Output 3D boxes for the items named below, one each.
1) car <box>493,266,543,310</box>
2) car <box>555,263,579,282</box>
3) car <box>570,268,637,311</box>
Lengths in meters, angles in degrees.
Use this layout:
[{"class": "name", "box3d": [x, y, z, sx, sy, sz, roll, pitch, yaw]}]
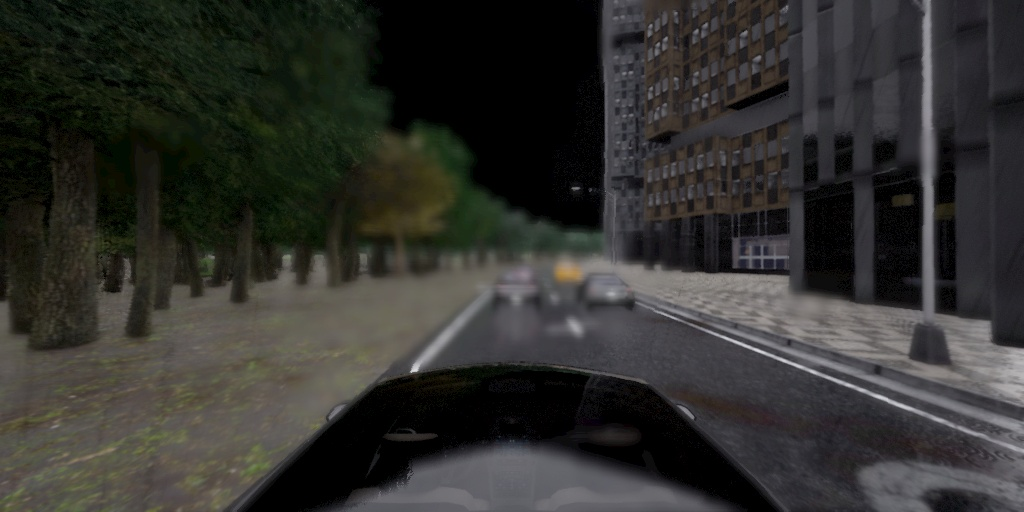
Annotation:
[{"class": "car", "box3d": [0.279, 1.341, 15.204, 2.128, 1.511, 4.902, 0, 0, 3]}, {"class": "car", "box3d": [4.765, 1.381, 30.558, 1.882, 1.535, 5.008, 0, 0, 6]}, {"class": "car", "box3d": [3.778, 1.403, 15.091, 1.994, 1.385, 4.181, 0, 0, 3]}]
